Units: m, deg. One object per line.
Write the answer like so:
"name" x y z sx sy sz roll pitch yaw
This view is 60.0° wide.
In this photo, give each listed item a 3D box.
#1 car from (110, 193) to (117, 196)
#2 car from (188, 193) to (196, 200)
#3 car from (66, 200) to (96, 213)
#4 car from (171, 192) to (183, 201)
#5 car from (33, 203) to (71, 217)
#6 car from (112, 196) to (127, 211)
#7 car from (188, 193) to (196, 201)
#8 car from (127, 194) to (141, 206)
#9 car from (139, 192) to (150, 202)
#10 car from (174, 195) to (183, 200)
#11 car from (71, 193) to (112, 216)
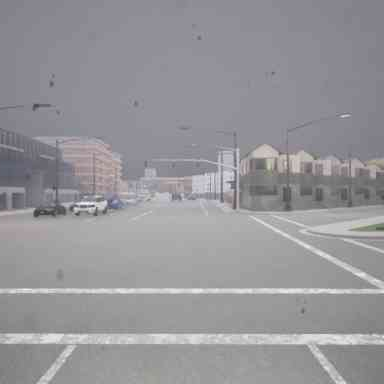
"car" -14.135 1.272 56.997 2.150 2.045 5.566 0 1 0
"car" -0.081 1.138 87.785 2.097 1.767 4.553 0 -2 0
"car" -14.136 1.760 42.816 2.033 1.411 5.357 0 0 0
"car" -3.570 1.050 77.111 2.150 2.045 5.566 0 0 0
"car" -14.130 1.751 33.339 1.994 1.385 4.181 0 0 0
"car" -10.639 1.675 45.083 1.882 1.535 5.008 0 1 0
"car" -0.071 1.420 77.825 1.895 1.301 4.718 0 -1 0
"car" -10.635 1.568 57.494 1.812 1.442 4.674 0 2 0
"car" -10.566 1.052 72.588 2.150 2.045 5.566 0 0 0
"car" -3.581 1.478 87.804 2.128 1.511 4.902 0 -2 0
"car" -10.632 1.418 35.346 2.150 2.045 5.566 0 0 1
